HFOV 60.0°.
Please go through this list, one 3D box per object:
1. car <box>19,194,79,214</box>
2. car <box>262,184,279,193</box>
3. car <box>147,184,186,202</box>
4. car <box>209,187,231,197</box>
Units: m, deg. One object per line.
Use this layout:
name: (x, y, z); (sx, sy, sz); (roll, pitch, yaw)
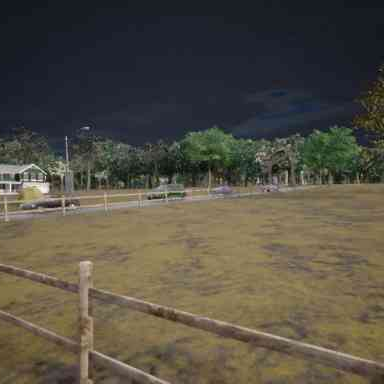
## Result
car: (-11.838, 0.968, 27.757); (1.837, 1.490, 4.892); (-3, 1, 36)
car: (13.779, -0.651, 58.627); (1.994, 1.385, 4.181); (-3, 1, 36)
car: (-3.022, 0.100, 40.140); (2.150, 2.045, 5.566); (-3, 0, 36)
car: (4.203, -0.085, 50.186); (1.812, 1.442, 4.674); (-3, 1, 36)
